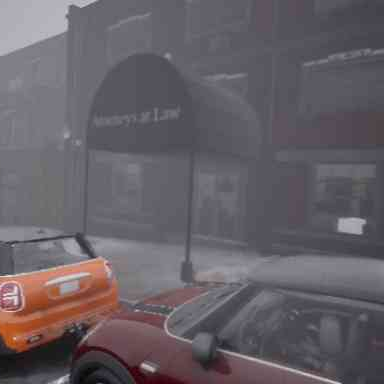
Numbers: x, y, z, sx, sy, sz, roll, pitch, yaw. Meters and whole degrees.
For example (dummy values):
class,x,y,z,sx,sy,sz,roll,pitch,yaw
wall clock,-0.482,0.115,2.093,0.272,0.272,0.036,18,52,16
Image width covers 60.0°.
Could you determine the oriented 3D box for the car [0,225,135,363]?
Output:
class,x,y,z,sx,sy,sz,roll,pitch,yaw
car,-3.491,1.405,6.023,4.553,1.767,2.185,-1,0,36
